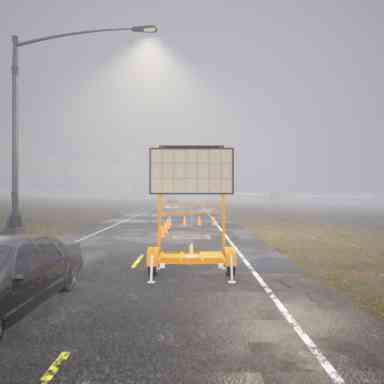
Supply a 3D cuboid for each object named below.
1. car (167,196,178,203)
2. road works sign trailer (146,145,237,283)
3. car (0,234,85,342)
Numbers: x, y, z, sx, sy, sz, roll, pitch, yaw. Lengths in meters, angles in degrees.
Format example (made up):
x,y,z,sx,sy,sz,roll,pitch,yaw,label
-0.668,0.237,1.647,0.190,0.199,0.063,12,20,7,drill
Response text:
x,y,z,sx,sy,sz,roll,pitch,yaw,label
-3.558,1.481,60.931,1.882,1.535,5.008,0,0,0,car
-0.010,0.465,9.619,2.380,3.560,2.880,0,0,0,road works sign trailer
-3.608,1.548,6.149,2.033,1.411,5.357,0,0,0,car
